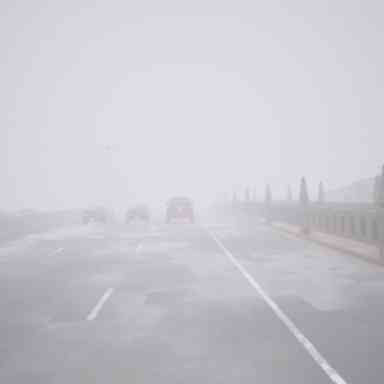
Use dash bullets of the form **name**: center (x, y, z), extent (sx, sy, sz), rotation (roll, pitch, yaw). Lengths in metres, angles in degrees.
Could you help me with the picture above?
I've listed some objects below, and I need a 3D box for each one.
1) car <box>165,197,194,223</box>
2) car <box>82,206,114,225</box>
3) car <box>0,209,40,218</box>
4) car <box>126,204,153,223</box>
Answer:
- **car**: center (-1.019, 1.422, 27.619), extent (2.150, 2.045, 5.566), rotation (-2, 0, -3)
- **car**: center (-8.064, 1.940, 28.768), extent (1.837, 1.490, 4.892), rotation (-2, 0, -3)
- **car**: center (-15.317, 2.246, 30.498), extent (1.994, 1.385, 4.181), rotation (-2, -1, -2)
- **car**: center (-4.574, 1.829, 28.994), extent (1.837, 1.490, 4.892), rotation (-2, 0, -3)
